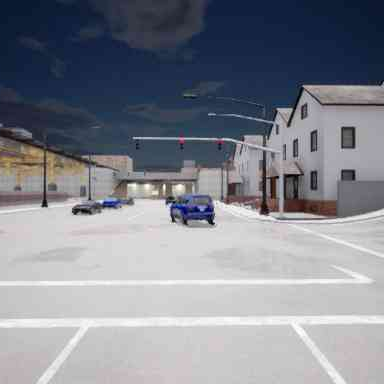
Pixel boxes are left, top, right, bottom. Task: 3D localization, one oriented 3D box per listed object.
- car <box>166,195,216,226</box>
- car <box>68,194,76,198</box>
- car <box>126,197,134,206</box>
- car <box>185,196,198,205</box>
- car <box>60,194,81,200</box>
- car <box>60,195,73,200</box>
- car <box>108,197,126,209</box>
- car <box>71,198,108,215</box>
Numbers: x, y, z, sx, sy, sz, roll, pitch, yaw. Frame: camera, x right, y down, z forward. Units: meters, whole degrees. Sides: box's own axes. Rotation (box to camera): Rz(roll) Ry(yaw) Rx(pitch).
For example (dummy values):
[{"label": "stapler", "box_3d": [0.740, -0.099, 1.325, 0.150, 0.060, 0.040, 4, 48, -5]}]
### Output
[{"label": "car", "box_3d": [-0.059, 1.227, 24.010, 2.150, 2.045, 5.566, -1, 0, -16]}, {"label": "car", "box_3d": [-31.884, 1.445, 84.231, 2.038, 1.542, 4.974, 0, 0, -37]}, {"label": "car", "box_3d": [-10.719, 1.521, 54.764, 1.812, 1.442, 4.674, 0, 0, 0]}, {"label": "car", "box_3d": [-0.142, 1.485, 58.587, 2.128, 1.511, 4.902, 0, 0, 0]}, {"label": "car", "box_3d": [-32.686, 1.445, 89.596, 2.038, 1.542, 4.974, 0, 0, 28]}, {"label": "car", "box_3d": [-31.915, 1.288, 84.273, 1.853, 1.218, 4.536, 0, 0, -37]}, {"label": "car", "box_3d": [-10.704, 1.474, 44.789, 1.882, 1.535, 5.008, 0, 0, 0]}, {"label": "car", "box_3d": [-10.683, 1.545, 34.345, 2.033, 1.411, 5.357, 0, 0, 0]}]
